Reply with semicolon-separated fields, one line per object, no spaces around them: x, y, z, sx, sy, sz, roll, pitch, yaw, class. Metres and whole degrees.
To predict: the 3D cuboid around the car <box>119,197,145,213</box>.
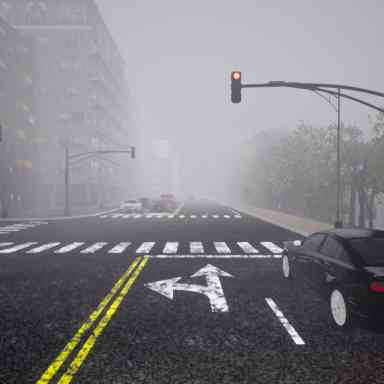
-6.749;1.530;37.201;1.812;1.442;4.674;0;0;0;car

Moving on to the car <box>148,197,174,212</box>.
-3.493;1.569;37.826;1.994;1.385;4.181;0;0;1;car

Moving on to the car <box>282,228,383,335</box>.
3.326;1.477;6.891;1.882;1.535;5.008;0;0;0;car

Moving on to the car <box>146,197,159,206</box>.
-6.816;1.617;57.822;1.895;1.301;4.718;0;0;-1;car

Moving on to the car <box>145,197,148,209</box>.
-6.783;1.487;46.389;1.882;1.535;5.008;0;0;0;car

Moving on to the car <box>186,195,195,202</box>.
-0.317;1.388;78.432;2.097;1.767;4.553;0;0;0;car

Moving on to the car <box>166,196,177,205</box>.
-3.573;1.543;58.633;1.812;1.442;4.674;0;0;-2;car

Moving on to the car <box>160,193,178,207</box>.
-3.537;1.231;47.184;2.150;2.045;5.566;0;0;0;car

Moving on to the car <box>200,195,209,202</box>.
2.934;1.558;78.585;2.128;1.511;4.902;0;0;0;car
